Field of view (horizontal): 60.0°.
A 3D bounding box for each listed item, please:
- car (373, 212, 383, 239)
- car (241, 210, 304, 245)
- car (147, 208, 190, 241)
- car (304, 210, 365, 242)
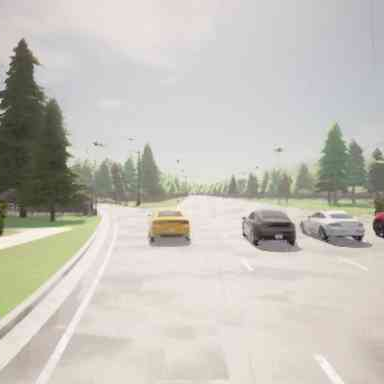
[{"bbox_3d":[10.604,1.330,15.178,2.150,2.045,5.566,0,0,0],"label":"car"},{"bbox_3d":[3.603,1.621,16.192,1.837,1.490,4.892,0,0,0],"label":"car"},{"bbox_3d":[-1.297,1.604,17.601,1.882,1.535,5.008,0,0,-9],"label":"car"},{"bbox_3d":[7.092,1.649,17.152,1.812,1.442,4.674,0,0,0],"label":"car"}]
